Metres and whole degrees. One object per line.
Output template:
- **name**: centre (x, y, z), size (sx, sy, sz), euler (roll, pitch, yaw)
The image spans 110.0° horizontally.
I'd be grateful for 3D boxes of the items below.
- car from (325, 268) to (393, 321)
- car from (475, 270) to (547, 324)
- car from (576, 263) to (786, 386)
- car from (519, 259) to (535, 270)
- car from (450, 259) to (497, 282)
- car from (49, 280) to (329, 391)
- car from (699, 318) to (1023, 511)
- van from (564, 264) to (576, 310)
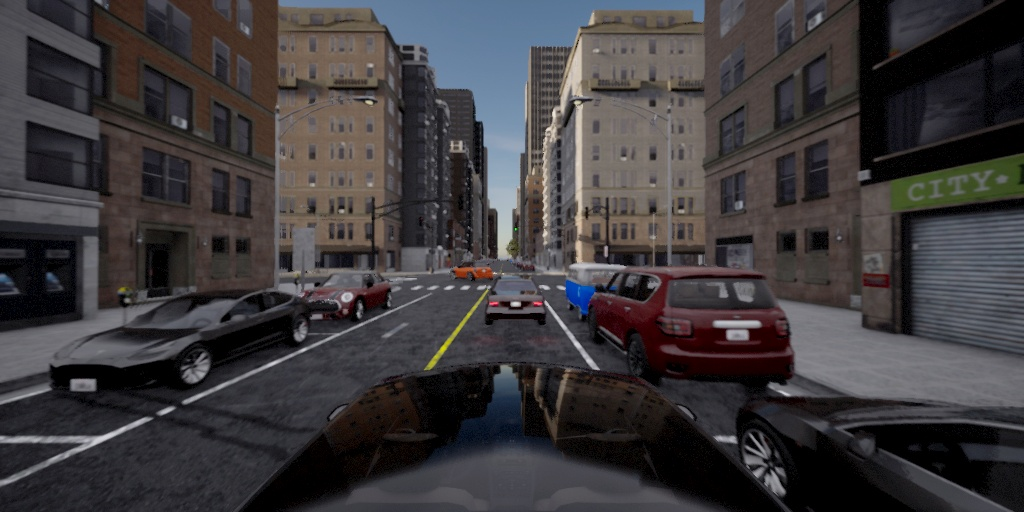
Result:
- **car**: centre (-5.669, 1.252, 12.444), size (1.967, 1.591, 4.097), euler (0, 0, 0)
- **car**: centre (0.101, 1.357, 12.157), size (2.033, 1.411, 5.357), euler (0, 0, 0)
- **car**: centre (2.857, 1.094, 6.926), size (2.192, 1.841, 5.009), euler (0, 0, 0)
- **car**: centre (2.570, 1.530, 56.338), size (1.967, 1.591, 4.097), euler (0, 0, -1)
- **car**: centre (-3.667, 1.274, 31.843), size (2.097, 1.767, 4.553), euler (0, 0, -37)
- **car**: centre (-5.669, 1.346, 6.919), size (1.948, 1.339, 4.313), euler (0, 0, 0)
- **car**: centre (2.857, 1.314, 1.402), size (1.948, 1.339, 4.313), euler (0, 0, 0)
- **van**: centre (2.857, 1.152, 12.450), size (1.690, 1.789, 3.998), euler (0, 0, 0)
